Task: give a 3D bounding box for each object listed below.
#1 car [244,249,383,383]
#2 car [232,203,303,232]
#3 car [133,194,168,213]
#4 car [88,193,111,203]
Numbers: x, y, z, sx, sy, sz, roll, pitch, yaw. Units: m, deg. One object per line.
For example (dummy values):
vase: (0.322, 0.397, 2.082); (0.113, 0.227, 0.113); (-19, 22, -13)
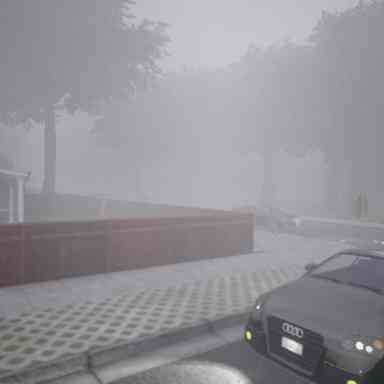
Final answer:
car: (2.783, 1.627, 5.026); (4.181, 1.385, 1.994); (1, 0, -36)
car: (4.534, 1.474, 20.687); (2.128, 1.511, 4.902); (-1, 2, -35)
car: (-4.206, 1.020, 33.010); (2.097, 1.767, 4.553); (-1, 2, -35)
car: (-12.624, 0.786, 44.956); (2.033, 1.411, 5.357); (-1, 2, -35)
